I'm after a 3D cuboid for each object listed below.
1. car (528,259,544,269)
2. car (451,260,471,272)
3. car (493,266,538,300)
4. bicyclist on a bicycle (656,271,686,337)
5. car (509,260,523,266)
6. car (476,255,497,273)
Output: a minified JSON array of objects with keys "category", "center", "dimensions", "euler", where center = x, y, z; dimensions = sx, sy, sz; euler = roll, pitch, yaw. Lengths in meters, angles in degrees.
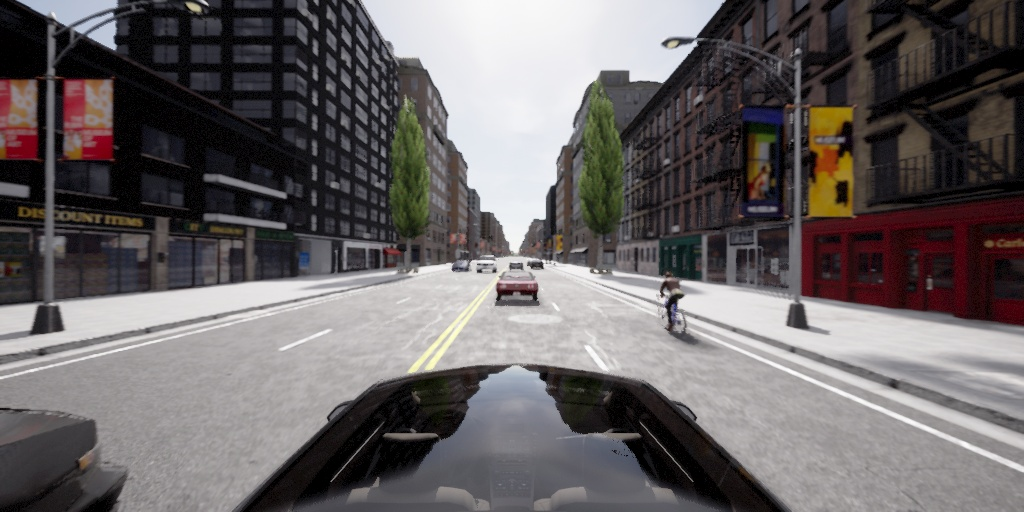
[{"category":"car","center":[3.877,1.235,56.096],"dimensions":[1.882,1.535,5.008],"euler":[0,0,1]},{"category":"car","center":[-6.169,1.239,44.333],"dimensions":[2.033,1.411,5.357],"euler":[0,0,1]},{"category":"car","center":[0.242,1.349,17.766],"dimensions":[1.895,1.301,4.718],"euler":[0,0,1]},{"category":"bicyclist on a bicycle","center":[4.203,1.232,9.485],"dimensions":[0.582,1.620,1.656],"euler":[0,0,1]},{"category":"car","center":[0.536,1.229,46.847],"dimensions":[2.128,1.511,4.902],"euler":[0,0,1]},{"category":"car","center":[-2.938,0.939,42.630],"dimensions":[2.150,2.045,5.566],"euler":[0,0,1]}]
